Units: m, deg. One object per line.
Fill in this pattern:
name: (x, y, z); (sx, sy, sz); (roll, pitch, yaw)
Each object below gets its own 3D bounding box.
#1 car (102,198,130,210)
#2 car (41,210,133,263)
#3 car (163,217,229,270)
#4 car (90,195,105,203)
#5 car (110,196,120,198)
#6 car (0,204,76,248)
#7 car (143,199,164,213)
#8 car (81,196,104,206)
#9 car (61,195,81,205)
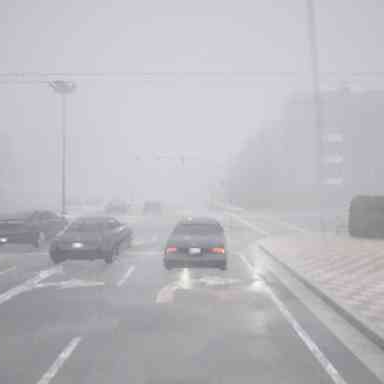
car: (-7.581, 1.576, 34.483); (1.895, 1.301, 4.718); (0, 0, -2)
car: (-3.403, 1.556, 11.944); (1.994, 1.385, 4.181); (0, 0, 0)
car: (0.227, 1.539, 10.977); (2.033, 1.411, 5.357); (0, 0, 3)
car: (-19.800, 1.475, 70.157); (1.812, 1.442, 4.674); (0, 0, 0)
car: (-16.299, 1.503, 70.353); (1.994, 1.385, 4.181); (0, 0, 0)
car: (-6.974, 1.496, 14.726); (1.837, 1.490, 4.892); (0, 1, -1)
car: (-4.148, 1.466, 36.063); (2.128, 1.511, 4.902); (0, 0, -2)
car: (-16.317, 1.450, 55.640); (2.128, 1.511, 4.902); (0, 0, 0)
car: (-19.809, 1.315, 54.724); (2.097, 1.767, 4.553); (0, 0, 0)
